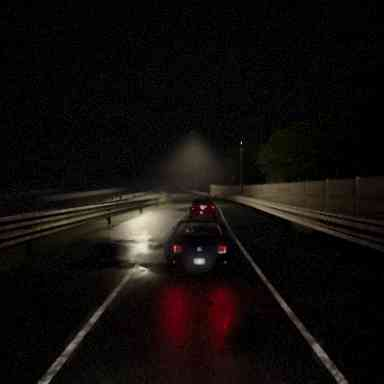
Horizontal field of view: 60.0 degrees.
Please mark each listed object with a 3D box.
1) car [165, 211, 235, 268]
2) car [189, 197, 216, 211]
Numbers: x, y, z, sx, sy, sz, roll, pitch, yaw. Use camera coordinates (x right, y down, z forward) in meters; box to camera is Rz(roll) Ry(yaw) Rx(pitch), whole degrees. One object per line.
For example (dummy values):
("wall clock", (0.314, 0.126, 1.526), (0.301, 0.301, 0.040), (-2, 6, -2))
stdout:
("car", (0.260, 1.543, 11.063), (1.895, 1.301, 4.718), (0, 0, 1))
("car", (0.928, 1.212, 27.284), (2.097, 1.767, 4.553), (0, 0, 3))
